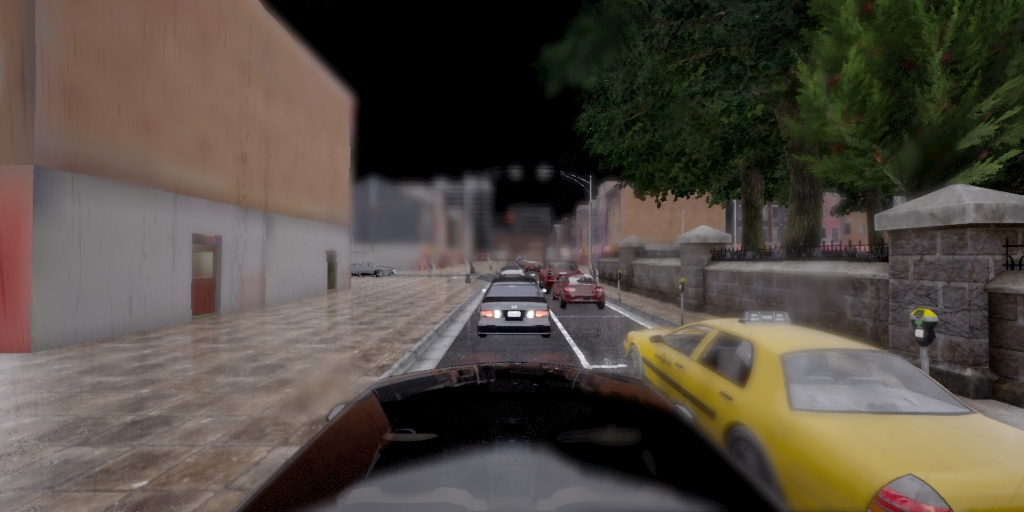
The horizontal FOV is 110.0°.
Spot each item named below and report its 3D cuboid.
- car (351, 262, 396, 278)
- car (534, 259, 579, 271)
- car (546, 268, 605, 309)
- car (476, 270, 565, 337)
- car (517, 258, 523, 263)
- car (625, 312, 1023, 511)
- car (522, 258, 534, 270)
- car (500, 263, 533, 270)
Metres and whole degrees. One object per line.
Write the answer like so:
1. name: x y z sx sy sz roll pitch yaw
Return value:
1. car: -12.411 1.234 31.744 4.902 1.511 2.128 0 -1 0
2. car: 2.630 1.076 20.183 2.192 1.841 5.009 0 0 0
3. car: 2.633 1.338 14.734 1.802 1.307 4.207 0 0 0
4. car: 0.063 1.300 10.252 2.033 1.411 5.357 0 0 0
5. car: 0.052 1.309 49.284 2.128 1.511 4.902 0 0 0
6. car: 2.639 1.276 4.005 1.751 1.417 4.829 0 0 0
7. car: 2.614 1.356 46.612 1.888 1.381 4.507 0 0 0
8. car: 0.015 1.287 19.963 1.812 1.442 4.674 0 0 1
